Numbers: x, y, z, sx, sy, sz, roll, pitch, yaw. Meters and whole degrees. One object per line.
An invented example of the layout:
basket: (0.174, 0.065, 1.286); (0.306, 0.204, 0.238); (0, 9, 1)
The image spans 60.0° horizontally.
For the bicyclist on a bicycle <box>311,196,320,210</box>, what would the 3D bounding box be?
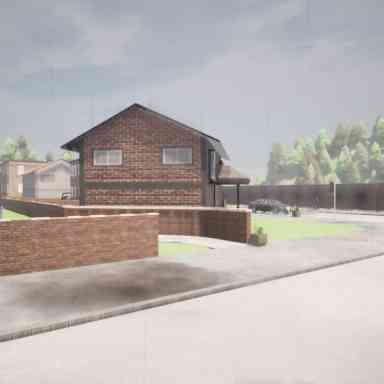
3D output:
bicyclist on a bicycle: (14.680, 1.349, 39.488); (1.656, 1.620, 0.582); (0, 0, -35)

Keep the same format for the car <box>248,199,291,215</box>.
car: (7.995, 1.491, 34.399); (2.128, 1.511, 4.902); (0, 0, -35)

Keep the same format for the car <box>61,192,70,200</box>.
car: (-14.086, 0.973, 38.786); (1.905, 1.878, 3.866); (0, 0, -35)
